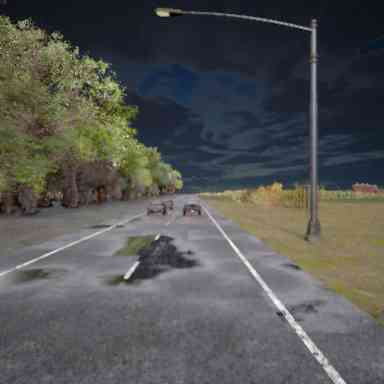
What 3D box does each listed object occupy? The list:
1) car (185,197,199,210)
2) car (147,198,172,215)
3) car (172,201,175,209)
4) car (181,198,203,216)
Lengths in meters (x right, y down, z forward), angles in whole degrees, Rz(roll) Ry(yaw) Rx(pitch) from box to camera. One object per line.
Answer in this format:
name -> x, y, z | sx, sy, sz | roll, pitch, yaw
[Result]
car -> 0.018, 1.583, 46.333 | 1.882, 1.535, 5.008 | 0, 0, 0
car -> -3.497, 1.573, 34.270 | 2.128, 1.511, 4.902 | 0, 0, 0
car -> -3.485, 1.597, 45.886 | 2.128, 1.511, 4.902 | 0, 0, 0
car -> 0.002, 1.586, 34.266 | 1.837, 1.490, 4.892 | 0, 0, 0
